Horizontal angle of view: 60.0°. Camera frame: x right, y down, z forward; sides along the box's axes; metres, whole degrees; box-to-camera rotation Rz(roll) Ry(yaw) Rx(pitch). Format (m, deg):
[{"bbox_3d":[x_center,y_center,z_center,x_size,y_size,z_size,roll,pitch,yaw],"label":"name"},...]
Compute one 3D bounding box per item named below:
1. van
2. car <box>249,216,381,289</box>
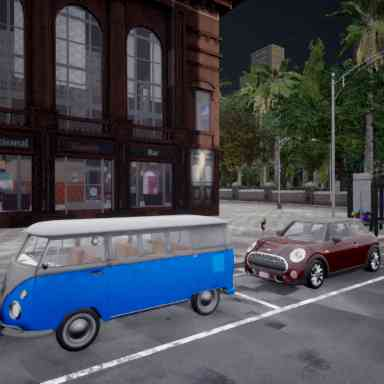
[{"bbox_3d":[-1.083,1.341,5.889,3.998,1.788,1.690,0,0,-36],"label":"van"},{"bbox_3d":[3.318,1.439,9.063,4.097,1.590,1.967,0,0,-36],"label":"car"}]
